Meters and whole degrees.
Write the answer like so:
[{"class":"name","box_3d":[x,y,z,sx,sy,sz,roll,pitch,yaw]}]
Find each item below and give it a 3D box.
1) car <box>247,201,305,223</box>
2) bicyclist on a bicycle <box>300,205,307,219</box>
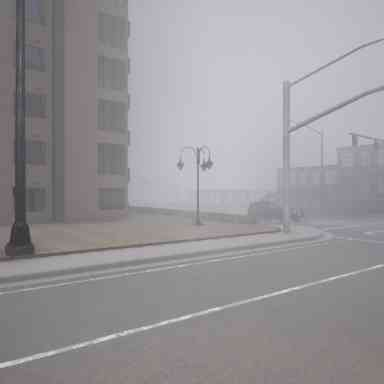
[{"class":"car","box_3d":[7.460,1.795,30.404,2.150,2.045,5.566,0,-5,-36]},{"class":"bicyclist on a bicycle","box_3d":[13.534,2.464,40.646,1.656,1.620,0.582,0,-8,-35]}]
